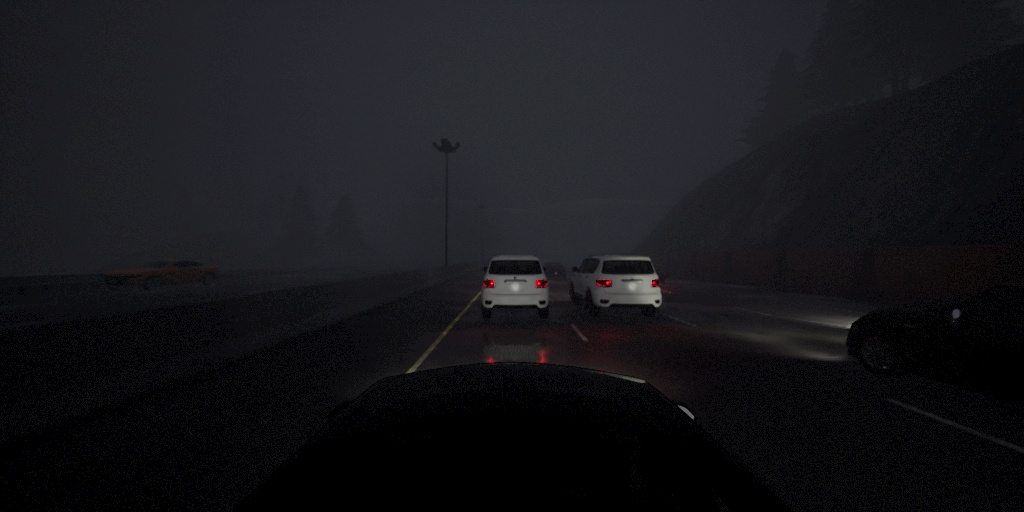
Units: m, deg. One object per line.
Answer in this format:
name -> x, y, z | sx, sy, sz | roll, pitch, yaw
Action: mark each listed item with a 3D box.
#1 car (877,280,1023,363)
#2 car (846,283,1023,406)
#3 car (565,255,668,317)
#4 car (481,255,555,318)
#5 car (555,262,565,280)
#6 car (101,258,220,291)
car -> 10.601, 1.320, 7.329 | 1.994, 1.385, 4.181 | 0, 0, 0
car -> 7.100, 1.105, 4.577 | 2.097, 1.767, 4.553 | 0, 0, 0
car -> 3.601, 0.983, 13.428 | 2.150, 2.045, 5.566 | 0, 0, 0
car -> 0.101, 0.982, 13.206 | 2.150, 2.045, 5.566 | 0, 0, 0
car -> 3.604, 1.257, 31.893 | 1.882, 1.535, 5.008 | 0, 0, 0
car -> -17.498, 0.858, 18.204 | 1.882, 1.535, 5.008 | 0, 0, 0
